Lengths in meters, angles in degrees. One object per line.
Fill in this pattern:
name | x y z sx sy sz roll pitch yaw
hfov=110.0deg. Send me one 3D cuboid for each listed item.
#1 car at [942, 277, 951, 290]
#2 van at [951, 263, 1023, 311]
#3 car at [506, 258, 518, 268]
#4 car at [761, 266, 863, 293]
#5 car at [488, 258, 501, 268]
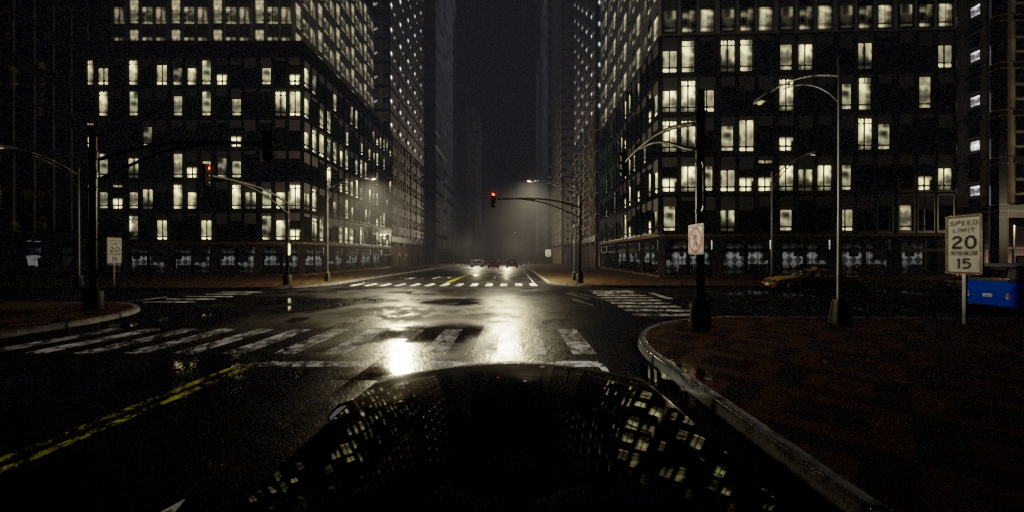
car | 26.926 1.356 20.075 4.207 1.307 1.802 0 0 2
van | 18.361 1.119 12.390 3.998 1.789 1.690 0 0 2
car | 0.014 1.212 63.536 2.097 1.767 4.553 0 0 0
car | 17.092 1.293 20.562 4.829 1.417 1.751 0 0 2
car | -3.237 1.460 63.180 1.895 1.301 4.718 0 0 0
